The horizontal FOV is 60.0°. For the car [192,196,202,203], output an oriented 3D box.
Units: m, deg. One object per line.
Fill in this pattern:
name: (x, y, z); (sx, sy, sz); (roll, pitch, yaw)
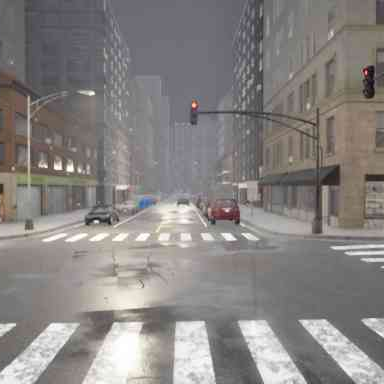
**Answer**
car: (1.021, 1.530, 68.723); (1.947, 1.339, 4.313); (-1, 0, -2)

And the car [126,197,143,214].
car: (-6.596, 1.515, 34.818); (1.752, 1.417, 4.829); (-1, 0, -2)

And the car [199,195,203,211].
car: (2.073, 1.307, 29.636); (2.192, 1.841, 5.009); (-1, 0, -2)

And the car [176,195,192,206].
car: (-1.422, 1.483, 53.398); (1.837, 1.490, 4.892); (0, 0, -2)

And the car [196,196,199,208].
car: (1.769, 1.512, 40.974); (1.752, 1.417, 4.829); (-1, 0, -2)

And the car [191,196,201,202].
car: (0.871, 1.510, 74.307); (2.008, 1.369, 4.403); (-1, 0, -2)

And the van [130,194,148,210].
van: (-6.755, 1.328, 40.571); (1.690, 1.788, 3.998); (-1, 0, -2)

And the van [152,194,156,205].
van: (-7.058, 1.320, 51.739); (1.690, 1.788, 3.998); (-1, 0, -2)

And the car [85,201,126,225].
car: (-6.296, 1.560, 23.821); (1.947, 1.339, 4.313); (-1, 0, -2)

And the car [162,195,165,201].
car: (-7.665, 1.399, 74.074); (1.967, 1.590, 4.097); (-1, 0, -2)

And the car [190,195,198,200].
car: (0.419, 1.490, 91.058); (2.008, 1.369, 4.403); (-1, 0, -2)

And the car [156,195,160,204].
car: (-7.211, 1.290, 57.323); (2.192, 1.841, 5.009); (-1, 0, -2)

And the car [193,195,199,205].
car: (1.621, 1.298, 46.387); (2.192, 1.841, 5.009); (-1, 0, -2)

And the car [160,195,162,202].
car: (-7.361, 1.410, 62.907); (1.967, 1.590, 4.097); (-1, 0, -2)

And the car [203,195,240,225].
car: (2.223, 1.309, 24.052); (2.192, 1.841, 5.009); (-1, 0, -2)

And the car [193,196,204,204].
car: (1.172, 1.535, 63.139); (1.947, 1.339, 4.313); (-1, 0, -2)

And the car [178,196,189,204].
car: (-1.706, 1.517, 63.816); (2.033, 1.411, 5.357); (0, 0, -2)

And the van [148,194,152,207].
van: (-6.907, 1.324, 46.156); (1.690, 1.788, 3.998); (-1, 0, -2)
